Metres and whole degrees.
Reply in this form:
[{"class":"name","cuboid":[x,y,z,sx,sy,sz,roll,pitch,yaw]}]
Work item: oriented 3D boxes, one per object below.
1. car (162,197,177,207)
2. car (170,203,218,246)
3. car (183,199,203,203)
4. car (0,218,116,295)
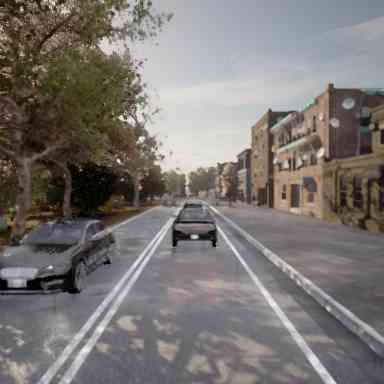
[{"class":"car","cuboid":[-3.333,1.437,49.838,2.128,1.511,4.902,0,0,0]},{"class":"car","cuboid":[0.103,1.477,15.026,2.128,1.511,4.902,0,0,0]},{"class":"car","cuboid":[0.106,1.438,33.011,1.882,1.535,5.008,0,0,0]},{"class":"car","cuboid":[-3.348,1.484,8.825,2.128,1.511,4.902,0,0,0]}]
